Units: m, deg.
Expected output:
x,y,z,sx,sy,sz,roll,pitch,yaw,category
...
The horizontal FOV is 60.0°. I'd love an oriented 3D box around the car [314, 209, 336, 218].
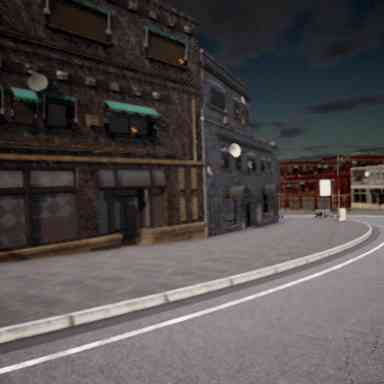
x,y,z,sx,sy,sz,roll,pitch,yaw,category
21.455,3.480,54.001,1.837,1.490,4.892,-2,-2,-4,car
